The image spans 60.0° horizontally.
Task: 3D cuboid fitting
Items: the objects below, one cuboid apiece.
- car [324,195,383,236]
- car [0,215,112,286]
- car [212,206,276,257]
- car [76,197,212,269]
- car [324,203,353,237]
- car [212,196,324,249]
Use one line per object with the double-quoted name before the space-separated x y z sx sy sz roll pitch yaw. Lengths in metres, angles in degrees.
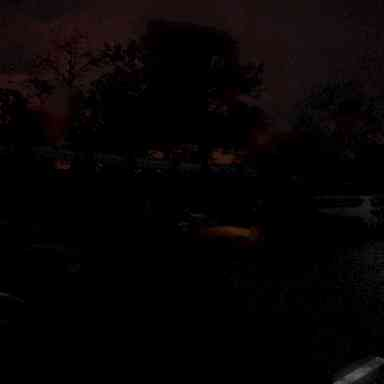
"car" 7.420 1.216 18.351 5.566 2.045 2.435 -1 0 34
"car" -4.829 1.514 9.533 4.792 1.488 2.163 -1 -1 35
"car" 0.221 1.472 12.961 5.366 1.575 1.946 -1 -1 34
"car" -2.421 1.230 11.326 5.566 2.045 2.435 -1 0 34
"car" 4.988 1.472 16.558 4.892 1.521 2.231 -1 0 35
"car" 2.549 1.222 14.799 5.566 2.045 2.435 -1 -1 35
